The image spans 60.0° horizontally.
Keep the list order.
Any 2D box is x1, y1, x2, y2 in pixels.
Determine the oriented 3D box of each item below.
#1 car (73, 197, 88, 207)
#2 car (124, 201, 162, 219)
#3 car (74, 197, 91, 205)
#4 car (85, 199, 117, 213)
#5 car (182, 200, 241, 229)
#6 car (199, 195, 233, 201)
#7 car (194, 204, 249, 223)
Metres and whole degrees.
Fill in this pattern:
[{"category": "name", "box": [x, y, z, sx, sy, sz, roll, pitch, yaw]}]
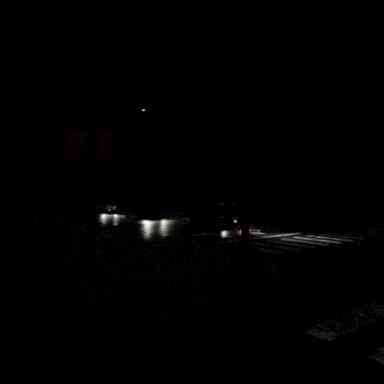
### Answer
[{"category": "car", "box": [-18.637, 1.780, 56.148, 1.994, 1.385, 4.181, 0, 0, -36]}, {"category": "car", "box": [-4.575, 1.579, 30.631, 1.882, 1.535, 5.008, 0, 0, -35]}, {"category": "car", "box": [-21.818, 1.760, 66.155, 1.837, 1.490, 4.892, 0, 0, -36]}, {"category": "car", "box": [-10.475, 1.741, 38.867, 1.895, 1.301, 4.718, 0, 0, -36]}, {"category": "car", "box": [1.245, 1.554, 22.519, 2.128, 1.511, 4.902, 0, 0, -36]}, {"category": "car", "box": [1.906, 1.330, 33.095, 2.150, 2.045, 5.566, 0, 0, -36]}, {"category": "car", "box": [2.277, 1.682, 27.000, 1.895, 1.301, 4.718, 0, 0, -36]}]
